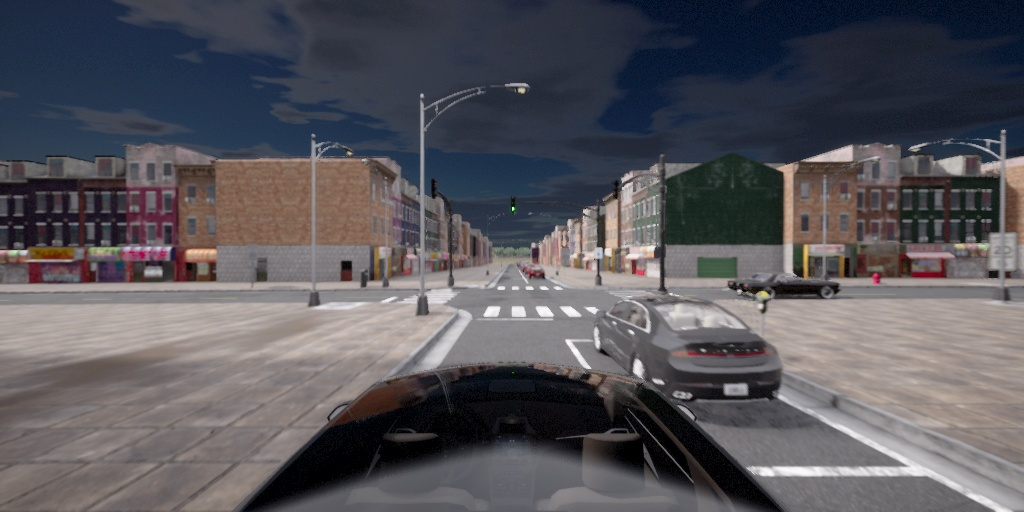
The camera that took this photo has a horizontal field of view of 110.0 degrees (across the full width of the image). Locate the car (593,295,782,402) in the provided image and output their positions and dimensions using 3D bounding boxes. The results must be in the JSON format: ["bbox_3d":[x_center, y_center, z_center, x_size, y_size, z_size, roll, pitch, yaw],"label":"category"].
[{"bbox_3d":[2.638,1.359,6.385,2.007,1.370,4.403,0,0,0],"label":"car"}]

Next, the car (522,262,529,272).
[{"bbox_3d":[2.648,1.950,49.891,1.802,1.307,4.207,0,0,0],"label":"car"}]

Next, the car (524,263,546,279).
[{"bbox_3d":[2.646,1.769,38.827,1.888,1.381,4.507,0,0,0],"label":"car"}]

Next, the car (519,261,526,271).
[{"bbox_3d":[2.651,2.056,60.955,1.888,1.381,4.507,0,0,0],"label":"car"}]

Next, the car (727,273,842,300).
[{"bbox_3d":[13.907,1.504,18.436,4.718,1.301,1.895,0,0,0],"label":"car"}]
